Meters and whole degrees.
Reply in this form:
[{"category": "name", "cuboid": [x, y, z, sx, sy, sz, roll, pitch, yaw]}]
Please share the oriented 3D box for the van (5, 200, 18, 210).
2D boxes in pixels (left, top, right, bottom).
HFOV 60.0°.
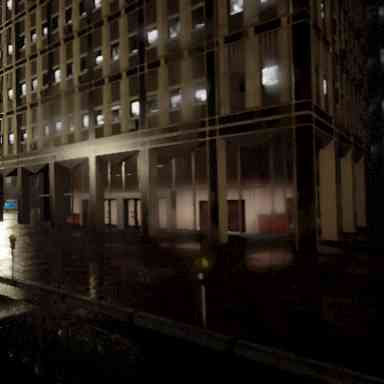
[{"category": "van", "cuboid": [-29.688, 2.193, 56.577, 1.690, 1.788, 3.998, -3, -2, 35]}]
